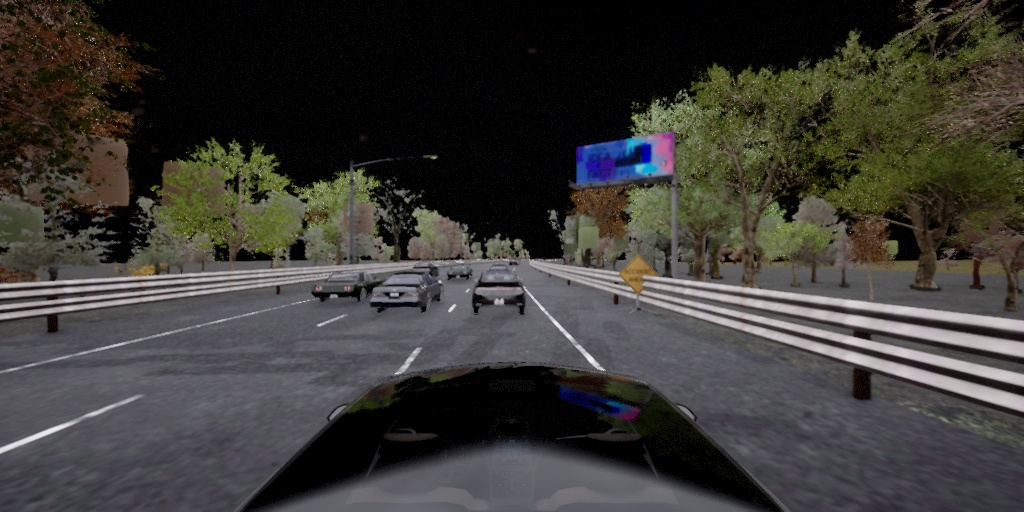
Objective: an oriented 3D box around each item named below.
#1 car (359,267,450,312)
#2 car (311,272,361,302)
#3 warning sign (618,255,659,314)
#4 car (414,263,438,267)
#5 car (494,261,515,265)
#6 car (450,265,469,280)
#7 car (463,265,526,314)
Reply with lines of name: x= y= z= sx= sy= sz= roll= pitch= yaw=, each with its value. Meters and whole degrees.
car: x=-4.031 y=1.348 z=14.499 sx=2.033 sy=1.411 sz=5.357 roll=0 pitch=0 yaw=-2
car: x=-7.643 y=1.421 z=17.433 sx=1.895 sy=1.301 sz=4.718 roll=0 pitch=0 yaw=-2
warning sign: x=4.084 y=0.884 z=11.647 sx=1.300 sy=1.860 sz=1.060 roll=0 pitch=0 yaw=-3
car: x=-8.148 y=1.368 z=33.908 sx=2.128 sy=1.511 sz=4.902 roll=0 pitch=0 yaw=-1
car: x=-1.068 y=1.389 z=29.515 sx=2.033 sy=1.411 sz=5.357 roll=0 pitch=0 yaw=-1
car: x=-4.625 y=1.463 z=32.627 sx=1.895 sy=1.301 sz=4.718 roll=0 pitch=0 yaw=-1
car: x=-0.508 y=1.282 z=13.984 sx=2.128 sy=1.511 sz=4.902 roll=0 pitch=0 yaw=-2
